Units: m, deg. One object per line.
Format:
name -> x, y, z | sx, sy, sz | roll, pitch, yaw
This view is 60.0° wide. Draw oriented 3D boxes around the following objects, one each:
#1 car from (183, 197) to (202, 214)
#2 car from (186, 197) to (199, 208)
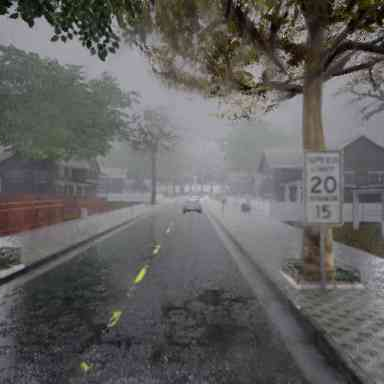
car -> 0.021, 1.531, 35.665 | 1.994, 1.385, 4.181 | 0, 0, 0
car -> 0.054, 1.478, 48.502 | 1.812, 1.442, 4.674 | 0, 0, 1
